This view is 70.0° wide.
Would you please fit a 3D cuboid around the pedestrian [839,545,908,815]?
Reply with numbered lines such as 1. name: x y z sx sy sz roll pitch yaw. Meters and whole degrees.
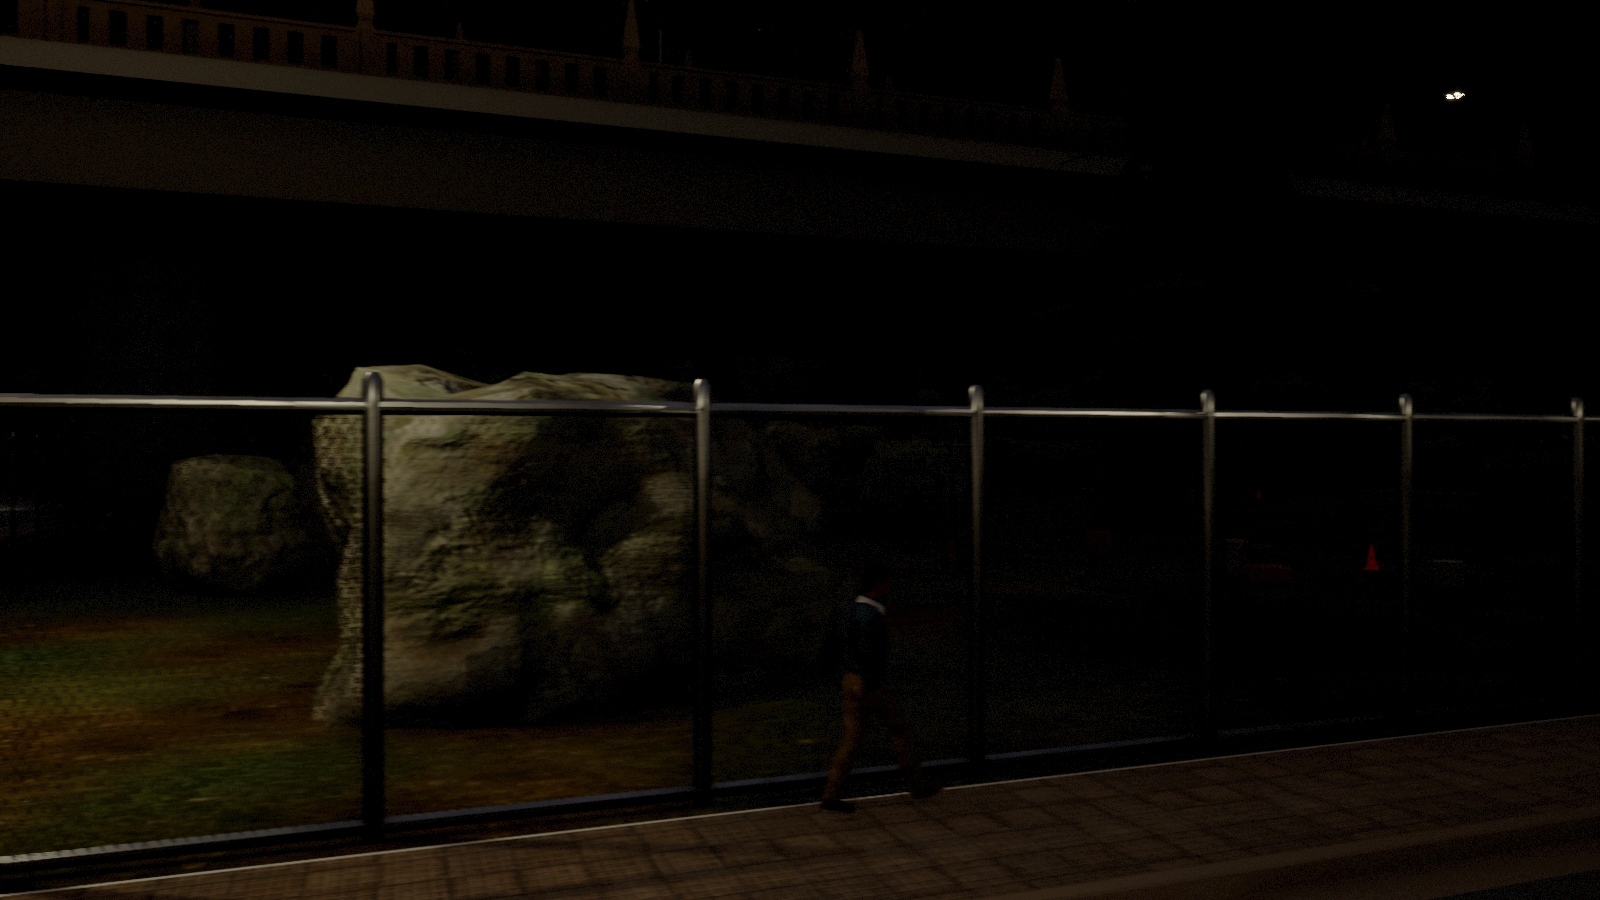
1. pedestrian: 0.529 1.640 8.292 0.375 1.860 0.375 0 0 -20

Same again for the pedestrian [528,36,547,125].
1. pedestrian: -5.904 -8.306 25.716 0.375 1.860 0.375 0 0 -20
